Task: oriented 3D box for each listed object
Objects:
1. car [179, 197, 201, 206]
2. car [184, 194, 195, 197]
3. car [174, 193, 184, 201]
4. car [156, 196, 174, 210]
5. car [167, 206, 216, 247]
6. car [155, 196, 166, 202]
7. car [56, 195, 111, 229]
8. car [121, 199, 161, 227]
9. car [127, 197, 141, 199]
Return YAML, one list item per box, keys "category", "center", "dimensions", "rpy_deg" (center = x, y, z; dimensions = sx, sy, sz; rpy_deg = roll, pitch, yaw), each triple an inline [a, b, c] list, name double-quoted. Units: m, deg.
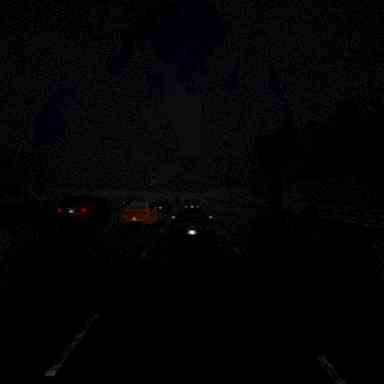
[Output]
- category: "car"
  center: [0.002, 1.527, 36.158]
  dimensions: [2.033, 1.411, 5.357]
  rpy_deg: [0, 0, 0]
- category: "car"
  center: [0.003, 1.447, 52.672]
  dimensions: [1.882, 1.535, 5.008]
  rpy_deg: [0, 0, 0]
- category: "car"
  center: [-3.497, 1.518, 74.363]
  dimensions: [1.994, 1.385, 4.181]
  rpy_deg: [0, 0, 0]
- category: "car"
  center: [-3.499, 1.484, 39.164]
  dimensions: [1.837, 1.490, 4.892]
  rpy_deg: [0, 0, 0]
- category: "car"
  center: [0.002, 1.564, 15.167]
  dimensions: [1.994, 1.385, 4.181]
  rpy_deg: [0, 0, 0]
- category: "car"
  center: [-6.997, 1.561, 74.397]
  dimensions: [1.895, 1.301, 4.718]
  rpy_deg: [0, 0, 0]
- category: "car"
  center: [-6.999, 1.217, 21.976]
  dimensions: [2.150, 2.045, 5.566]
  rpy_deg: [0, 0, 0]
- category: "car"
  center: [-3.499, 1.471, 22.688]
  dimensions: [1.882, 1.535, 5.008]
  rpy_deg: [0, 0, 0]
- category: "car"
  center: [-7.000, 1.328, 40.604]
  dimensions: [2.097, 1.767, 4.553]
  rpy_deg: [0, 0, 0]
